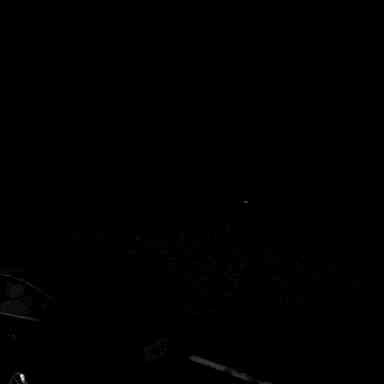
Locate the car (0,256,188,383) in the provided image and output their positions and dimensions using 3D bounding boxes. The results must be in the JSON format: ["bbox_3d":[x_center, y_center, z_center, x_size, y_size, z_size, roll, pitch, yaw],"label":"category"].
[{"bbox_3d":[-2.040,1.546,4.421,4.313,1.339,1.947,0,0,36],"label":"car"}]
